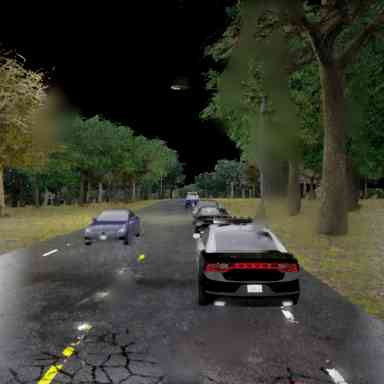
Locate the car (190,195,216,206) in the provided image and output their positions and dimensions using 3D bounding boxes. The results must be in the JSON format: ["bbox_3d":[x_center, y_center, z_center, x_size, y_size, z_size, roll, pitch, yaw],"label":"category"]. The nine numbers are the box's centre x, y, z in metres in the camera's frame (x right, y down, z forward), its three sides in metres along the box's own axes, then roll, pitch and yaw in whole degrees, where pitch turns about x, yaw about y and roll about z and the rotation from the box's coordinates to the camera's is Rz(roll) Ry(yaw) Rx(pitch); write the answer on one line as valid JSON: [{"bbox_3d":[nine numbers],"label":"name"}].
[{"bbox_3d":[1.089,1.324,24.063,2.097,1.767,4.553,0,0,0],"label":"car"}]

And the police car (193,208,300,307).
[{"bbox_3d":[1.064,1.425,8.199,1.930,1.638,5.238,0,0,0],"label":"police car"}]

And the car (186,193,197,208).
[{"bbox_3d":[0.119,1.359,46.876,1.882,1.535,5.008,0,0,1],"label":"car"}]

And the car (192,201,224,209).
[{"bbox_3d":[1.080,1.465,18.091,1.882,1.535,5.008,0,0,0],"label":"car"}]

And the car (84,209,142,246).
[{"bbox_3d":[-3.473,1.517,15.342,1.812,1.442,4.674,0,0,0],"label":"car"}]
